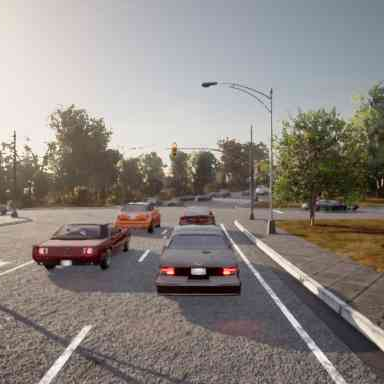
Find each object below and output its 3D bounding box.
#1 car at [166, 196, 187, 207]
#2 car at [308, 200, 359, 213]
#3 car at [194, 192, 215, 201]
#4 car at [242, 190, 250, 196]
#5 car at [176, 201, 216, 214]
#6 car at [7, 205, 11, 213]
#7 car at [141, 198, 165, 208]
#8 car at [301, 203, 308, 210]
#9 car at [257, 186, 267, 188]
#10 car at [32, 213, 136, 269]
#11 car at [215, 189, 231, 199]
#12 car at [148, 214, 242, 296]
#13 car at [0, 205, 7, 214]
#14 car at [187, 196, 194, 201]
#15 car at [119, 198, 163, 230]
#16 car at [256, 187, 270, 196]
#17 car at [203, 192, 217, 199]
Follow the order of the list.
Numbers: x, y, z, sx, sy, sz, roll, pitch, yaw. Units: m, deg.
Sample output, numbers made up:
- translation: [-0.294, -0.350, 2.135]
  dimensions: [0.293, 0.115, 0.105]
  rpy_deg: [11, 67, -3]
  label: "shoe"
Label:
- translation: [-2.625, 1.702, 52.629]
  dimensions: [1.994, 1.385, 4.181]
  rpy_deg: [0, 0, 13]
  label: "car"
- translation: [16.122, 1.646, 37.750]
  dimensions: [4.718, 1.301, 1.895]
  rpy_deg: [-1, 0, 4]
  label: "car"
- translation: [2.703, 1.366, 69.469]
  dimensions: [1.895, 1.301, 4.718]
  rpy_deg: [0, 2, 21]
  label: "car"
- translation: [14.325, 0.261, 84.722]
  dimensions: [2.128, 1.511, 4.902]
  rpy_deg: [0, 3, 33]
  label: "car"
- translation: [0.330, 1.518, 18.550]
  dimensions: [1.882, 1.535, 5.008]
  rpy_deg: [0, 0, 2]
  label: "car"
- translation: [-22.426, 1.745, 36.396]
  dimensions: [4.902, 1.511, 2.128]
  rpy_deg: [-1, 0, 2]
  label: "car"
- translation: [-6.161, 1.689, 53.270]
  dimensions: [2.033, 1.411, 5.357]
  rpy_deg: [0, 0, 14]
  label: "car"
- translation: [16.053, 1.661, 41.261]
  dimensions: [4.718, 1.301, 1.895]
  rpy_deg: [-1, 0, 4]
  label: "car"
- translation: [20.017, -0.763, 93.200]
  dimensions: [2.150, 2.045, 5.566]
  rpy_deg: [0, 3, 38]
  label: "car"
- translation: [-3.336, 1.618, 11.141]
  dimensions: [1.895, 1.301, 4.718]
  rpy_deg: [0, 0, 1]
  label: "car"
- translation: [7.552, 0.416, 79.889]
  dimensions: [2.150, 2.045, 5.566]
  rpy_deg: [0, 3, 26]
  label: "car"
- translation: [0.143, 1.558, 8.803]
  dimensions: [2.033, 1.411, 5.357]
  rpy_deg: [0, 0, 0]
  label: "car"
- translation: [-21.556, 1.708, 32.850]
  dimensions: [4.902, 1.511, 2.128]
  rpy_deg: [-1, 0, 4]
  label: "car"
- translation: [-1.032, 1.418, 69.574]
  dimensions: [1.895, 1.301, 4.718]
  rpy_deg: [0, 2, 21]
  label: "car"
- translation: [-3.139, 1.397, 20.119]
  dimensions: [2.097, 1.767, 4.553]
  rpy_deg: [0, 0, 2]
  label: "car"
- translation: [17.865, 0.264, 83.797]
  dimensions: [1.895, 1.301, 4.718]
  rpy_deg: [0, 3, 33]
  label: "car"
- translation: [4.395, 0.728, 81.417]
  dimensions: [1.812, 1.442, 4.674]
  rpy_deg: [0, 3, 26]
  label: "car"
